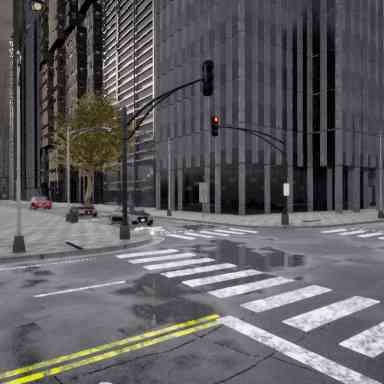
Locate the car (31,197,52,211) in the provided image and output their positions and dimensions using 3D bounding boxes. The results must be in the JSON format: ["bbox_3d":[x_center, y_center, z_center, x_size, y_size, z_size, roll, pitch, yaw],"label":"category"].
[{"bbox_3d":[-22.540,1.692,49.556,2.150,2.045,5.566,0,-1,-35],"label":"car"}]

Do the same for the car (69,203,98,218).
[{"bbox_3d":[-10.900,1.828,33.054,1.994,1.385,4.181,0,0,-36],"label":"car"}]

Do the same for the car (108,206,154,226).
[{"bbox_3d":[-4.454,1.728,23.983,1.994,1.385,4.181,0,0,-35],"label":"car"}]
